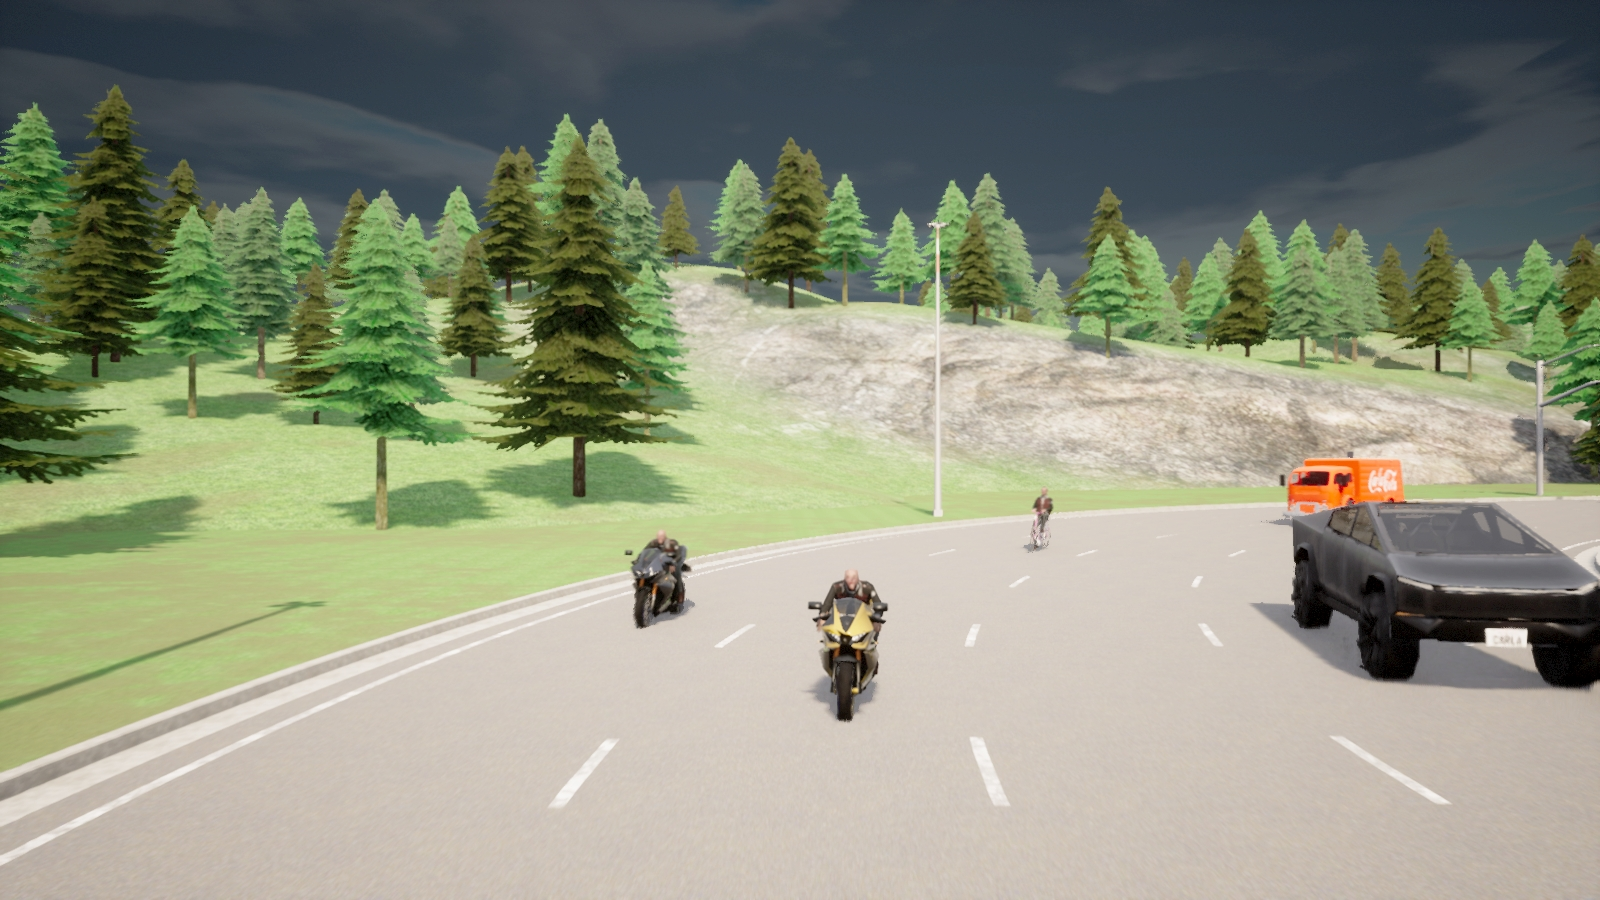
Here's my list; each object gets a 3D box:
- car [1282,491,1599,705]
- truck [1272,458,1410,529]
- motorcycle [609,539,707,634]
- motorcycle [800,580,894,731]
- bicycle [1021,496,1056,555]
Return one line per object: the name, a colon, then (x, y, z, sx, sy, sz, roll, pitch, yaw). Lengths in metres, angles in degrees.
car: (8.556, 1.744, 15.791, 2.390, 2.098, 6.274, 0, 0, 12)
truck: (20.195, 1.547, 42.563, 5.204, 2.467, 2.627, 0, -1, -39)
motorcycle: (-2.290, 2.193, 18.709, 0.867, 1.251, 2.209, 2, 0, 13)
motorcycle: (0.567, 2.197, 12.652, 0.867, 1.251, 2.209, 0, 0, 7)
bicycle: (6.523, 2.042, 31.216, 0.329, 1.471, 1.835, 3, 1, 30)
